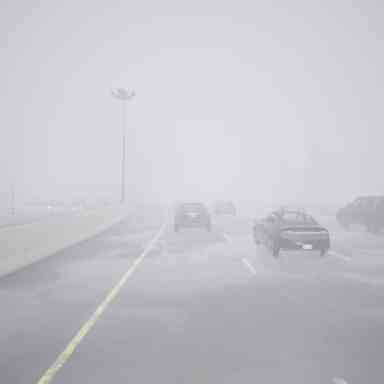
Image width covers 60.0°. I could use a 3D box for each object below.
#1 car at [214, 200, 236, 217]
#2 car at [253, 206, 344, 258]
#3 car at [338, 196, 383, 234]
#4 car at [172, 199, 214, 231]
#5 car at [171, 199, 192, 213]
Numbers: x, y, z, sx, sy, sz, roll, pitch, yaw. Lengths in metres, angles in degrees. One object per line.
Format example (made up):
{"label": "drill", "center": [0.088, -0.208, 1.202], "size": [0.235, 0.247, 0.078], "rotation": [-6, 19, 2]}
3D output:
{"label": "car", "center": [2.916, 1.493, 31.518], "size": [2.128, 1.511, 4.902], "rotation": [0, 0, -4]}
{"label": "car", "center": [3.597, 1.492, 12.811], "size": [2.128, 1.511, 4.902], "rotation": [0, 0, 0]}
{"label": "car", "center": [10.526, 1.222, 19.210], "size": [2.150, 2.045, 5.566], "rotation": [0, 0, -1]}
{"label": "car", "center": [-0.024, 1.353, 20.577], "size": [2.097, 1.767, 4.553], "rotation": [0, 0, -1]}
{"label": "car", "center": [-1.300, 1.549, 39.196], "size": [2.033, 1.411, 5.357], "rotation": [0, 0, -7]}
